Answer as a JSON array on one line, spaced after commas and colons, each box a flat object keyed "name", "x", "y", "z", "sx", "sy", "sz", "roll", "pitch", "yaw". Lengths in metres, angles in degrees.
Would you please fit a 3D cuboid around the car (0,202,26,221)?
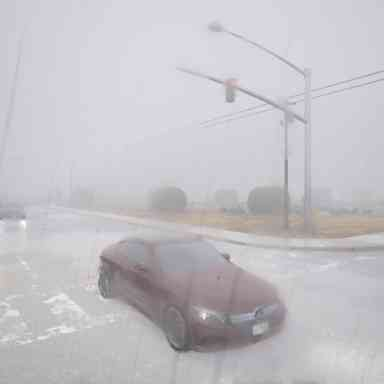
[{"name": "car", "x": -15.171, "y": 1.580, "z": 27.815, "sx": 1.812, "sy": 1.442, "sz": 4.674, "roll": 0, "pitch": 1, "yaw": -35}]

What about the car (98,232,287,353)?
[{"name": "car", "x": -0.381, "y": 1.576, "z": 6.455, "sx": 1.812, "sy": 1.442, "sz": 4.674, "roll": 0, "pitch": 1, "yaw": -35}]
